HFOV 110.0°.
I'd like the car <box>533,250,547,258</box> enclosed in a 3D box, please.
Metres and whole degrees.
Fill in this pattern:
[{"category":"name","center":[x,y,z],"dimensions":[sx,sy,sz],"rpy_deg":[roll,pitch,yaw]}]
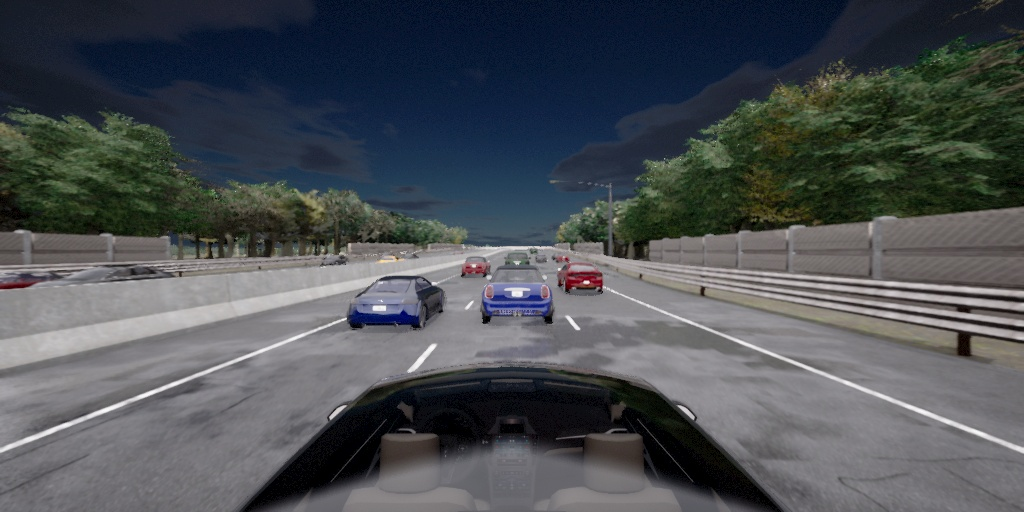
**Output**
[{"category":"car","center":[4.870,0.270,61.020],"dimensions":[2.128,1.511,4.902],"rpy_deg":[0,2,2]}]

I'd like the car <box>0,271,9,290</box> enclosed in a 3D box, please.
[{"category":"car","center":[-21.012,1.287,14.950],"dimensions":[1.895,1.301,4.718],"rpy_deg":[0,0,1]}]

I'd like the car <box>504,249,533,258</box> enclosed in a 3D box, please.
[{"category":"car","center":[0.492,0.668,31.213],"dimensions":[2.150,2.045,5.566],"rpy_deg":[0,1,1]}]

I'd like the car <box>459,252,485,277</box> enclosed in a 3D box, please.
[{"category":"car","center":[-3.011,0.804,30.950],"dimensions":[2.097,1.767,4.553],"rpy_deg":[0,1,1]}]

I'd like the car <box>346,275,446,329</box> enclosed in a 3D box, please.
[{"category":"car","center":[-3.346,1.283,11.105],"dimensions":[1.994,1.385,4.181],"rpy_deg":[0,0,0]}]

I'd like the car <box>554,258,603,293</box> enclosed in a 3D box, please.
[{"category":"car","center":[3.653,1.102,19.831],"dimensions":[1.882,1.535,5.008],"rpy_deg":[0,1,1]}]

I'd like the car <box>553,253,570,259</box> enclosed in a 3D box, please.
[{"category":"car","center":[8.120,0.221,57.526],"dimensions":[2.097,1.767,4.553],"rpy_deg":[0,2,4]}]

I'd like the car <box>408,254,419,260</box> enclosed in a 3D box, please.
[{"category":"car","center":[-16.326,0.408,57.284],"dimensions":[1.837,1.490,4.892],"rpy_deg":[0,2,3]}]

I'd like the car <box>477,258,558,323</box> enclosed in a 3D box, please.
[{"category":"car","center":[0.164,1.063,12.181],"dimensions":[2.097,1.767,4.553],"rpy_deg":[0,0,0]}]

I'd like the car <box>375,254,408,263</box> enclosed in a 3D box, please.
[{"category":"car","center":[-13.465,0.783,39.456],"dimensions":[1.882,1.535,5.008],"rpy_deg":[0,1,2]}]

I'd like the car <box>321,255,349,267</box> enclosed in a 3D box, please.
[{"category":"car","center":[-23.018,0.667,46.794],"dimensions":[1.837,1.490,4.892],"rpy_deg":[0,1,-1]}]

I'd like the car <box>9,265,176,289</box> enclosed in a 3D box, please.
[{"category":"car","center":[-17.500,1.185,15.659],"dimensions":[1.837,1.490,4.892],"rpy_deg":[0,1,1]}]
